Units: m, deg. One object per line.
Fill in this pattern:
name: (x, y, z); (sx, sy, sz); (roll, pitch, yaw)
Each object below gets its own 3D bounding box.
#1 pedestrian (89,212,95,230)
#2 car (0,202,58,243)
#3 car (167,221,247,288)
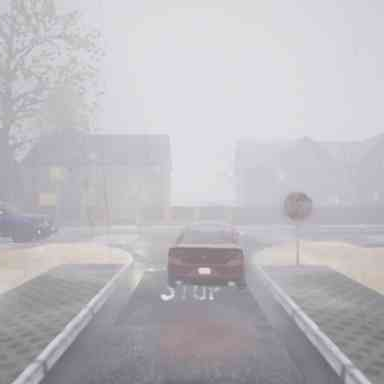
pedestrian: (-6.726, 1.583, 22.381); (0.375, 1.860, 0.375); (0, -1, 1)
car: (-9.673, 1.489, 16.558); (5.566, 2.045, 2.150); (-1, -2, 1)
car: (0.524, 1.576, 9.617); (1.882, 1.535, 5.008); (0, -1, 6)
